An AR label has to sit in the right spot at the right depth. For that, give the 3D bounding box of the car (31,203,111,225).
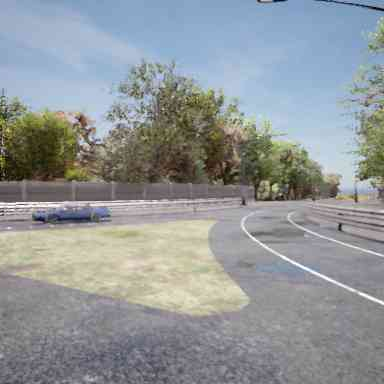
[{"bbox_3d":[-8.671,1.510,24.104,5.357,1.411,2.033,0,0,-31],"label":"car"}]
